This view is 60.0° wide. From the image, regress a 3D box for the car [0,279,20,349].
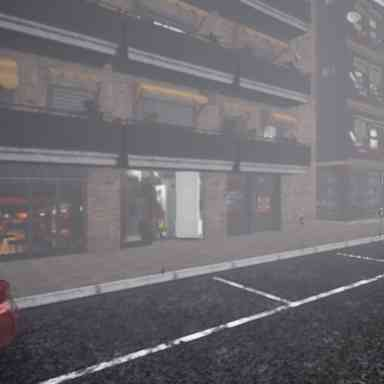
[{"bbox_3d":[-4.212,1.593,3.554,4.206,1.307,1.802,-1,1,-36],"label":"car"}]
